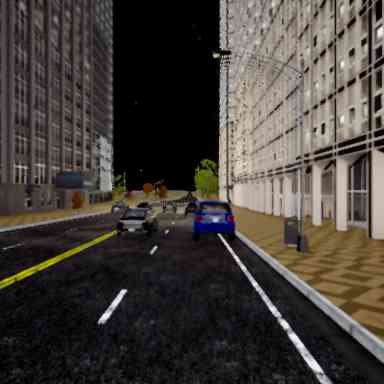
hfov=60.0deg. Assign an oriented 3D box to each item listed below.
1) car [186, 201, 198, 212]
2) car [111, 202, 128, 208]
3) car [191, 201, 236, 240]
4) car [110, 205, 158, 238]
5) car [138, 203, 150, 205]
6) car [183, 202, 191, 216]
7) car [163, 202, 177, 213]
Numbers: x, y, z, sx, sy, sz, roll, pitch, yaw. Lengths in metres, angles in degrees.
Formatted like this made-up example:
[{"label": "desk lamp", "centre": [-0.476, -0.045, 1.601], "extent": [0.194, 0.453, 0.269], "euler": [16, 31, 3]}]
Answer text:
[{"label": "car", "centre": [0.011, 2.225, 52.266], "extent": [1.882, 1.535, 5.008], "euler": [0, -1, 0]}, {"label": "car", "centre": [-9.824, 2.148, 45.686], "extent": [2.128, 1.511, 4.902], "euler": [0, -1, 0]}, {"label": "car", "centre": [1.142, 1.499, 18.760], "extent": [2.150, 2.045, 5.566], "euler": [0, -1, 0]}, {"label": "car", "centre": [-3.146, 1.781, 19.732], "extent": [2.128, 1.511, 4.902], "euler": [0, -1, 0]}, {"label": "car", "centre": [-6.575, 2.180, 45.546], "extent": [1.812, 1.442, 4.674], "euler": [0, -1, 0]}, {"label": "car", "centre": [0.044, 2.092, 40.629], "extent": [1.837, 1.490, 4.892], "euler": [0, -1, 1]}, {"label": "car", "centre": [-3.140, 2.179, 47.996], "extent": [2.128, 1.511, 4.902], "euler": [0, -1, 0]}]
